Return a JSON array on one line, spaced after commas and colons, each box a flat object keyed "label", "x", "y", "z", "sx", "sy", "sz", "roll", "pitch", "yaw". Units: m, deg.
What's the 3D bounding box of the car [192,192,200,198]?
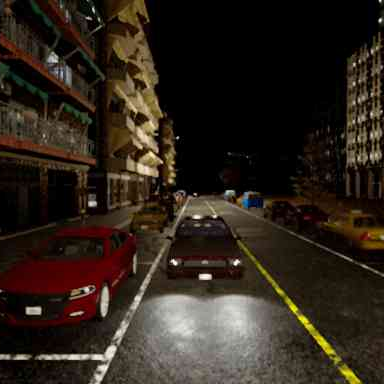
[{"label": "car", "x": 0.919, "y": 0.619, "z": 76.920, "sx": 2.033, "sy": 1.411, "sz": 5.357, "roll": 0, "pitch": 1, "yaw": 0}]

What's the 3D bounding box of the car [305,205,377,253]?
[{"label": "car", "x": 6.133, "y": 1.362, "z": 12.712, "sx": 1.752, "sy": 1.417, "sz": 4.829, "roll": 0, "pitch": 1, "yaw": 0}]

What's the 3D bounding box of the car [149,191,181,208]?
[{"label": "car", "x": -2.169, "y": 1.015, "z": 23.653, "sx": 2.192, "sy": 1.841, "sz": 5.009, "roll": 0, "pitch": 1, "yaw": 0}]

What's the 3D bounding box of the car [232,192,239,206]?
[{"label": "car", "x": 6.336, "y": 1.020, "z": 40.341, "sx": 1.752, "sy": 1.417, "sz": 4.829, "roll": 0, "pitch": 1, "yaw": 0}]

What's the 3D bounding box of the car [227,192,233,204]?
[{"label": "car", "x": 6.375, "y": 0.997, "z": 45.699, "sx": 1.947, "sy": 1.339, "sz": 4.313, "roll": 0, "pitch": 1, "yaw": 0}]

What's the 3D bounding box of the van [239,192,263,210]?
[{"label": "van", "x": 6.293, "y": 0.905, "z": 34.644, "sx": 1.690, "sy": 1.788, "sz": 3.998, "roll": 0, "pitch": 1, "yaw": 0}]

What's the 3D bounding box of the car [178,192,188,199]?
[{"label": "car", "x": -1.842, "y": 0.757, "z": 67.864, "sx": 1.802, "sy": 1.307, "sz": 4.206, "roll": 0, "pitch": 1, "yaw": 0}]

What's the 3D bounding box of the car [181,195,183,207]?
[{"label": "car", "x": -2.126, "y": 1.182, "z": 29.182, "sx": 2.008, "sy": 1.369, "sz": 4.403, "roll": 0, "pitch": 1, "yaw": 0}]

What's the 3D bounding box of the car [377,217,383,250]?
[{"label": "car", "x": 6.090, "y": 1.348, "z": 7.014, "sx": 1.967, "sy": 1.590, "sz": 4.097, "roll": 0, "pitch": 1, "yaw": 0}]

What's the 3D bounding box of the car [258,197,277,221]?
[{"label": "car", "x": 6.213, "y": 1.282, "z": 23.594, "sx": 1.802, "sy": 1.307, "sz": 4.206, "roll": 0, "pitch": 1, "yaw": 0}]

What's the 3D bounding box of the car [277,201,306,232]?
[{"label": "car", "x": 6.172, "y": 1.351, "z": 18.069, "sx": 1.802, "sy": 1.307, "sz": 4.206, "roll": 0, "pitch": 1, "yaw": 0}]

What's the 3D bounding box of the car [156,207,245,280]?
[{"label": "car", "x": 0.331, "y": 1.420, "z": 9.878, "sx": 2.033, "sy": 1.411, "sz": 5.357, "roll": 0, "pitch": 1, "yaw": 1}]

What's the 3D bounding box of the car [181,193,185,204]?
[{"label": "car", "x": -2.086, "y": 1.114, "z": 34.709, "sx": 2.008, "sy": 1.369, "sz": 4.403, "roll": 0, "pitch": 1, "yaw": 0}]

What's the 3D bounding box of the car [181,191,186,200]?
[{"label": "car", "x": -2.046, "y": 0.937, "z": 40.232, "sx": 1.967, "sy": 1.590, "sz": 4.097, "roll": 0, "pitch": 1, "yaw": 0}]

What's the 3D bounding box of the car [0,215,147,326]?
[{"label": "car", "x": -2.289, "y": 1.453, "z": 7.078, "sx": 1.887, "sy": 1.381, "sz": 4.507, "roll": 0, "pitch": 1, "yaw": 0}]

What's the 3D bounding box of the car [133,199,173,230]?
[{"label": "car", "x": -2.209, "y": 1.296, "z": 17.960, "sx": 1.752, "sy": 1.417, "sz": 4.829, "roll": 0, "pitch": 1, "yaw": 0}]

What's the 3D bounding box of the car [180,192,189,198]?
[{"label": "car", "x": -1.761, "y": 0.615, "z": 78.917, "sx": 1.947, "sy": 1.339, "sz": 4.313, "roll": 0, "pitch": 1, "yaw": 0}]

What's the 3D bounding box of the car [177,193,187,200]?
[{"label": "car", "x": -1.883, "y": 0.820, "z": 62.339, "sx": 1.802, "sy": 1.307, "sz": 4.206, "roll": 0, "pitch": 1, "yaw": 0}]

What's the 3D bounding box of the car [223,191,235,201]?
[{"label": "car", "x": 6.415, "y": 0.806, "z": 51.223, "sx": 1.967, "sy": 1.590, "sz": 4.097, "roll": 0, "pitch": 1, "yaw": 0}]
